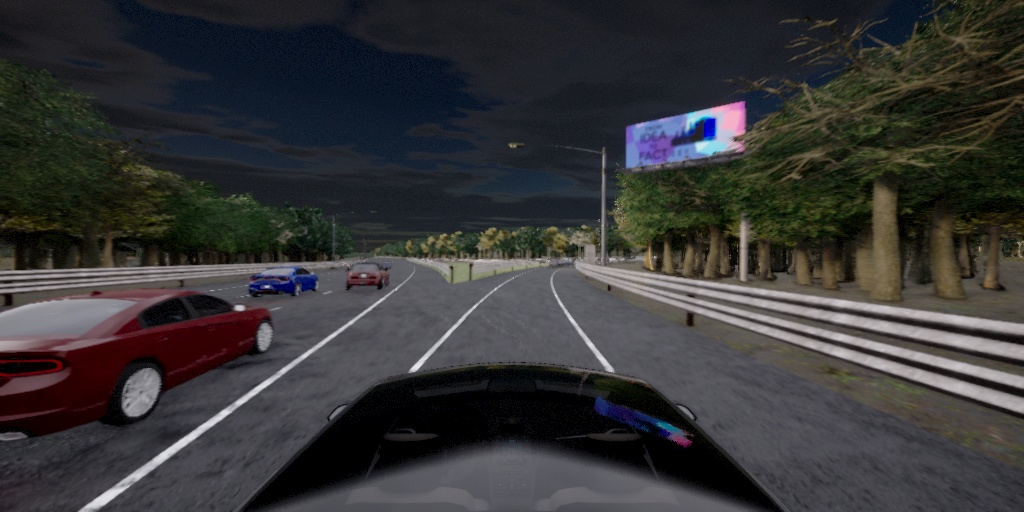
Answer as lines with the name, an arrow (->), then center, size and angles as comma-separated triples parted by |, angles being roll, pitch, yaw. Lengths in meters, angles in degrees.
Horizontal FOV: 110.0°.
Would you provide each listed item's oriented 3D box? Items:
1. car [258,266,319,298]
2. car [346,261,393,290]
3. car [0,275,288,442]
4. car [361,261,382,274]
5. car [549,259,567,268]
car -> -11.744, 1.275, 18.844 | 1.882, 1.535, 5.008 | 0, 0, -12
car -> -9.264, 1.191, 23.436 | 2.097, 1.767, 4.553 | 0, 0, -12
car -> -5.594, 1.229, 5.499 | 1.882, 1.535, 5.008 | 0, -1, -11
car -> -17.953, 1.486, 46.056 | 1.882, 1.535, 5.008 | 0, 0, -14
car -> 7.878, 1.282, 64.099 | 2.128, 1.511, 4.902 | 0, 0, 18
